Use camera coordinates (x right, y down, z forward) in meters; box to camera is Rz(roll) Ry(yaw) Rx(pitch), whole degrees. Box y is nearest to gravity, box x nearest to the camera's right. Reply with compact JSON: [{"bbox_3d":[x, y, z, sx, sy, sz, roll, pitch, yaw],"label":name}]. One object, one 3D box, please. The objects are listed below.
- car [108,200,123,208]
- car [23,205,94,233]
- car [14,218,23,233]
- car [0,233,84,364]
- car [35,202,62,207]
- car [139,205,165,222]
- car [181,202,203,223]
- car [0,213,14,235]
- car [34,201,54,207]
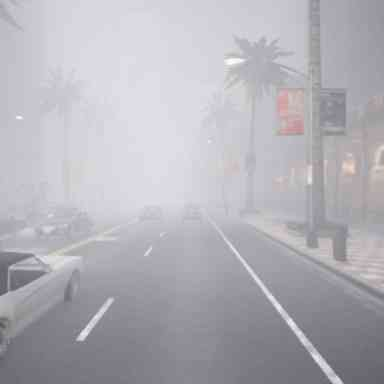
[{"bbox_3d":[-13.932,2.165,60.696,2.231,1.521,4.892,0,-1,-1],"label":"car"},{"bbox_3d":[-7.018,1.702,18.667,2.128,1.511,4.902,0,-1,1],"label":"car"},{"bbox_3d":[-10.519,1.790,17.040,1.895,1.301,4.718,0,-1,1],"label":"car"},{"bbox_3d":[-3.401,1.664,5.596,1.895,1.301,4.718,0,-1,0],"label":"car"},{"bbox_3d":[-10.546,1.799,27.431,2.128,1.511,4.902,0,-1,0],"label":"car"},{"bbox_3d":[-3.494,1.883,29.499,2.033,1.411,5.357,0,-1,0],"label":"car"},{"bbox_3d":[0.006,1.883,29.338,2.033,1.411,5.357,0,-1,0],"label":"car"},{"bbox_3d":[-7.078,1.313,8.262,2.150,2.045,5.566,0,-1,0],"label":"car"},{"bbox_3d":[-13.622,1.704,31.326,2.185,1.767,4.553,0,-1,-1],"label":"car"}]
